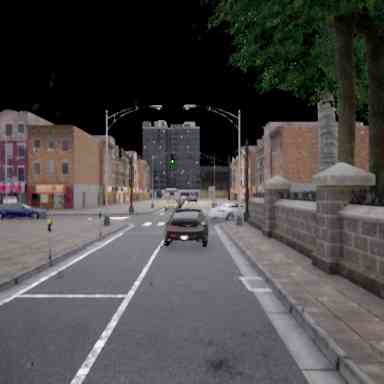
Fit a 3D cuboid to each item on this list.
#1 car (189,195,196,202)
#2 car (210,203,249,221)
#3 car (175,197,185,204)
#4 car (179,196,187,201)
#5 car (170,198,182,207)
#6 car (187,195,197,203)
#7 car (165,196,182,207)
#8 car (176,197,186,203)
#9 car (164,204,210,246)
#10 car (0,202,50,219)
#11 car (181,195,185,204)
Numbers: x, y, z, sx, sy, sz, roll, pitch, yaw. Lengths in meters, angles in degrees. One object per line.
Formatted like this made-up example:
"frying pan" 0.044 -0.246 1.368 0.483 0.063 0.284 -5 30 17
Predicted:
"car" 0.138 1.587 83.932 1.882 1.535 5.008 0 0 0
"car" 3.397 1.610 27.293 4.674 1.442 1.812 0 -1 -40
"car" -2.524 1.779 70.222 1.947 1.339 4.313 0 0 0
"car" -2.488 1.837 92.030 2.008 1.369 4.403 0 0 0
"car" -2.551 1.741 53.866 1.802 1.307 4.206 0 0 0
"car" 0.121 1.574 73.897 2.097 1.767 4.553 0 0 0
"car" -2.569 1.650 42.792 1.752 1.417 4.829 0 0 0
"car" -2.515 1.782 75.674 2.008 1.369 4.403 0 0 0
"car" -0.176 1.549 15.642 1.837 1.490 4.892 0 0 3
"car" -14.555 1.624 28.287 4.674 1.442 1.812 0 0 0
"car" -2.560 1.457 48.414 2.192 1.841 5.009 0 0 0
